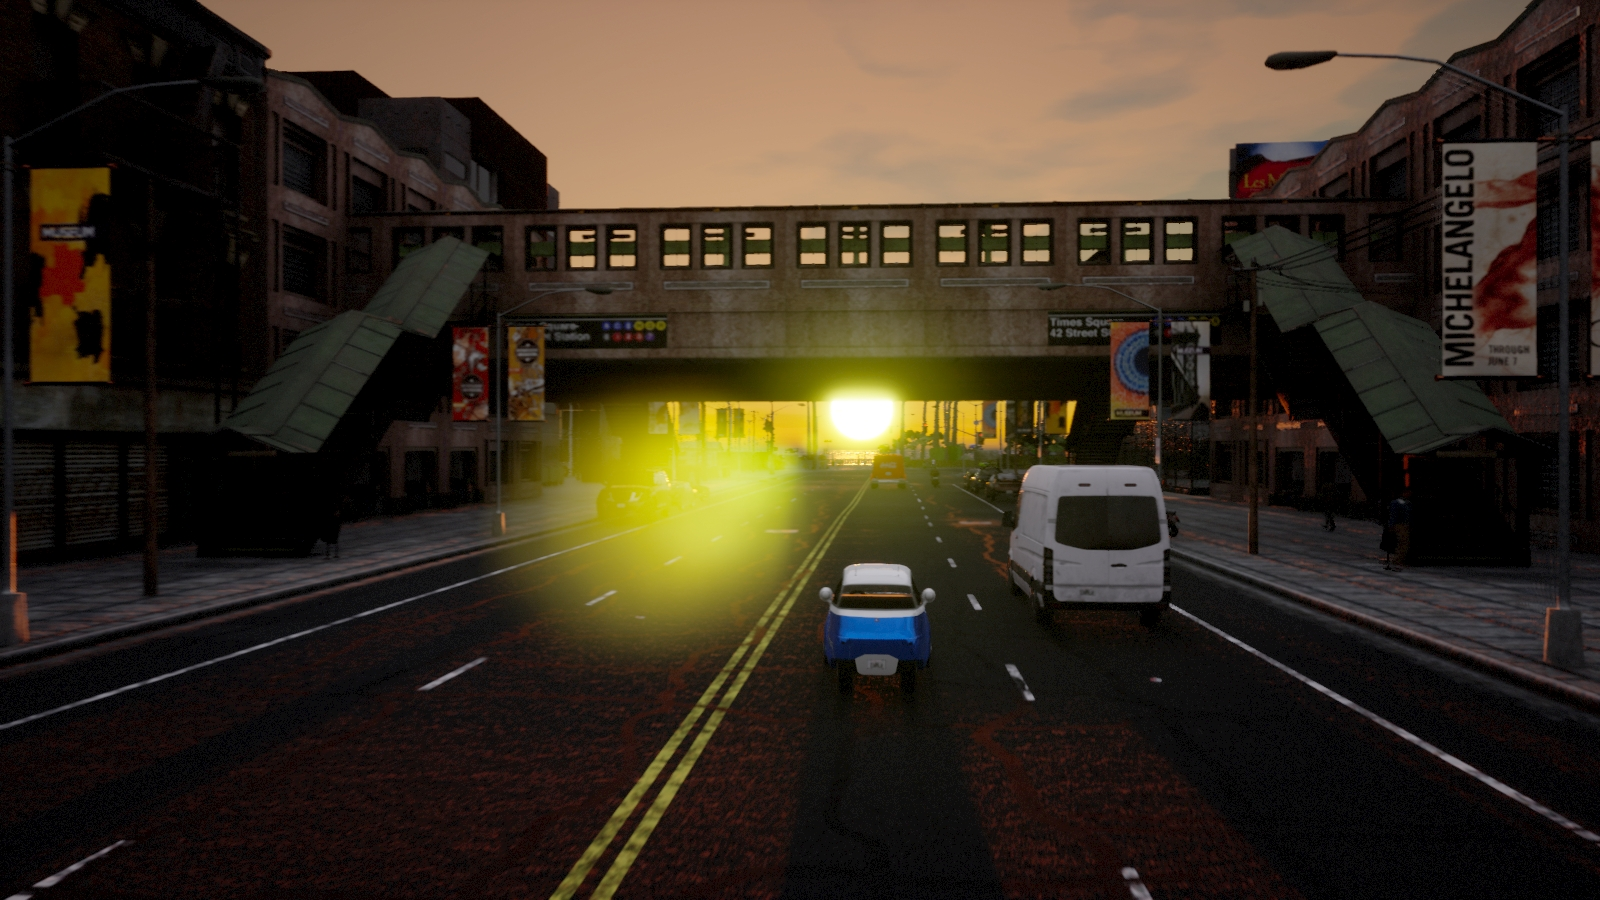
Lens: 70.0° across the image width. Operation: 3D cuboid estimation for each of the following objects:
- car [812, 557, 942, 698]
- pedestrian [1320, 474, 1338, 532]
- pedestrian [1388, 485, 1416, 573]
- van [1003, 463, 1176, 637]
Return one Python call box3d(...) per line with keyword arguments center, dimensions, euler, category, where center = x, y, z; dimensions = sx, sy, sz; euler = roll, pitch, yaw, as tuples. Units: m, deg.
box3d(center=(0.953, 2.120, 14.135), dimensions=(1.481, 1.376, 2.207), euler=(0, 0, 4), category="car")
box3d(center=(17.088, 1.702, 36.902), dimensions=(0.375, 1.860, 0.375), euler=(0, 0, -12), category="pedestrian")
box3d(center=(13.034, 1.701, 24.732), dimensions=(0.375, 1.860, 0.375), euler=(0, 0, -17), category="pedestrian")
box3d(center=(4.901, 1.536, 20.253), dimensions=(1.988, 2.561, 5.915), euler=(0, 0, 4), category="van")
